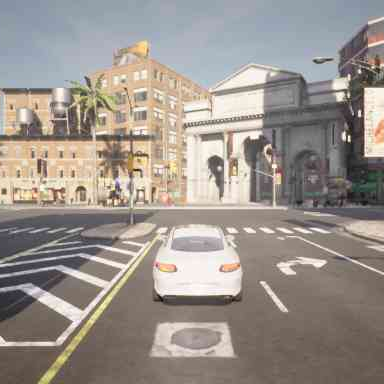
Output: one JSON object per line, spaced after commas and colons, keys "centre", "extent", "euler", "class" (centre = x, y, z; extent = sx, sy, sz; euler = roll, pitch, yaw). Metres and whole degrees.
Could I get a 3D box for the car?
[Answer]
{"centre": [0.106, 1.526, 8.188], "extent": [1.812, 1.442, 4.674], "euler": [0, 0, 0], "class": "car"}
